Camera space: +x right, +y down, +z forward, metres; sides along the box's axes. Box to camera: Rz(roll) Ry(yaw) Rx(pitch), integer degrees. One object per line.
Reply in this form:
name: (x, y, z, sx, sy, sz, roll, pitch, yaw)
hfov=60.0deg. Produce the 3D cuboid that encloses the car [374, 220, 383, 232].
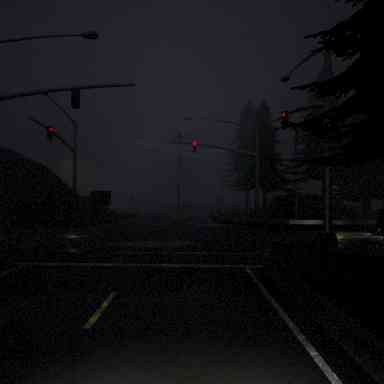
car: (14.210, 1.867, 21.210, 4.553, 1.767, 2.097, 0, -1, 0)
